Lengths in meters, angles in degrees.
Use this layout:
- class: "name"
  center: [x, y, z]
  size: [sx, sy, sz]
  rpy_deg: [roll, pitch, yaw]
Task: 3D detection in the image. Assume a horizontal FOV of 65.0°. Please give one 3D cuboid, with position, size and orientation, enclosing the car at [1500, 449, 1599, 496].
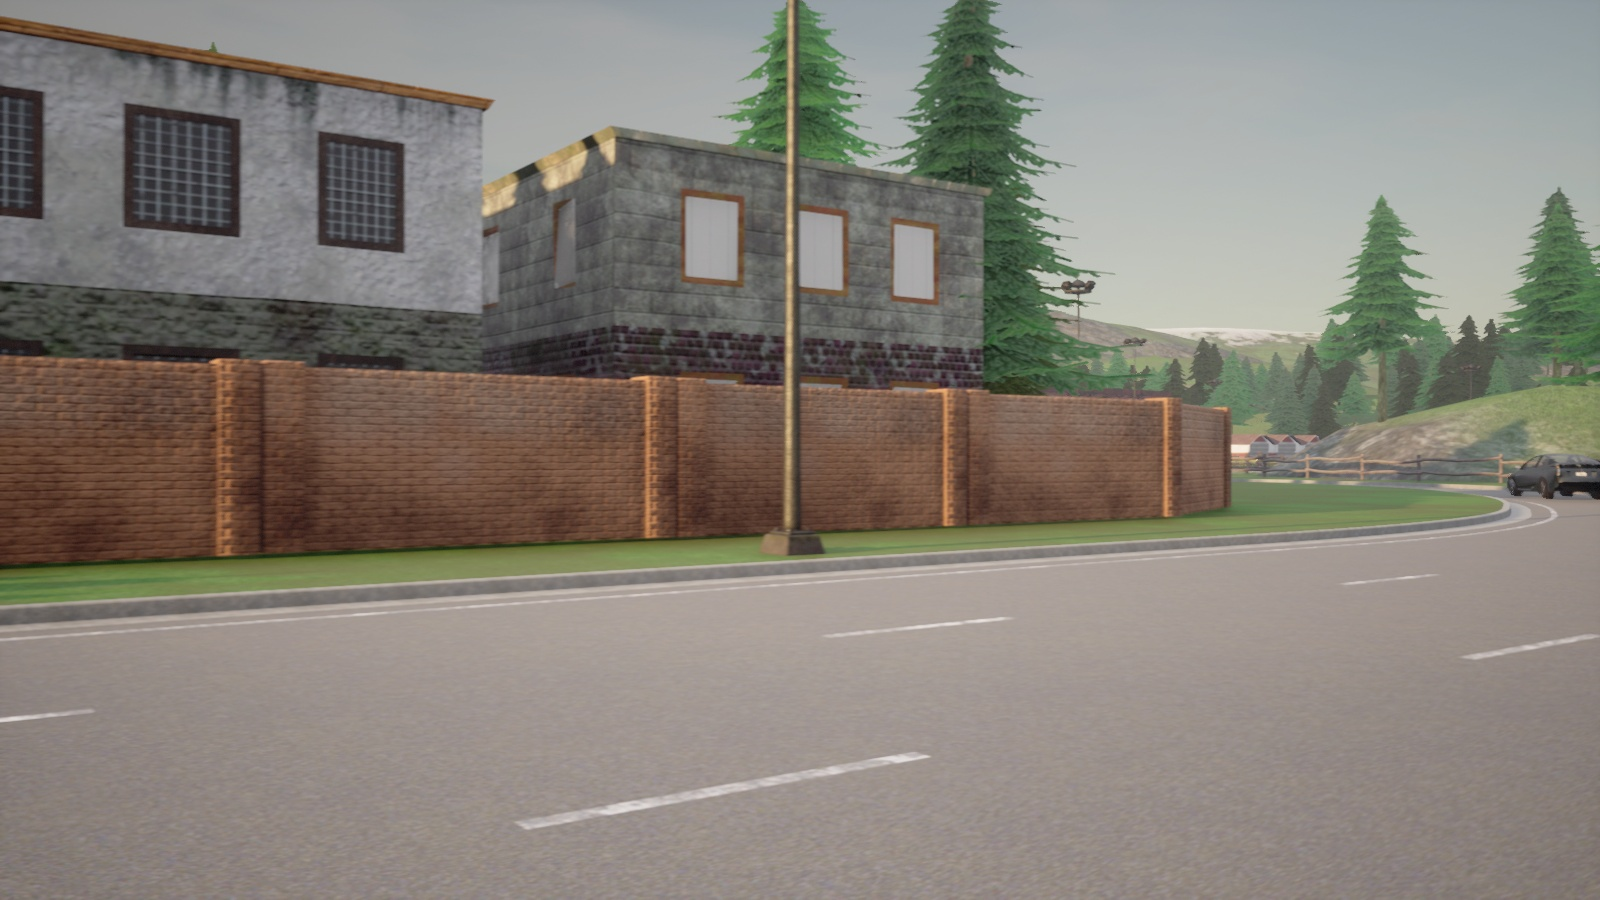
- class: "car"
  center: [25.972, 0.743, 43.259]
  size: [2.007, 1.525, 4.514]
  rpy_deg: [0, 0, 12]
